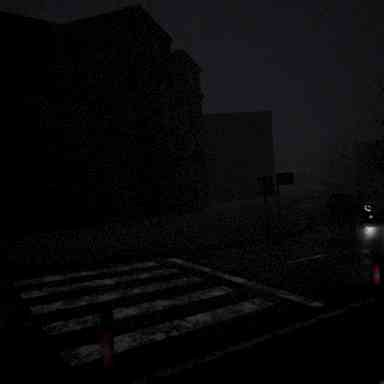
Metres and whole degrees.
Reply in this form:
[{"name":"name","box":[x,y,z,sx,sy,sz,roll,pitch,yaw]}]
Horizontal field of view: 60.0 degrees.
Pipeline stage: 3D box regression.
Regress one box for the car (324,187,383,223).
[{"name":"car","box":[10.179,0.796,20.407,2.097,1.767,4.553,-4,2,-11]}]

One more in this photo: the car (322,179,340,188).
[{"name":"car","box":[25.161,-1.533,60.210,1.882,1.535,5.008,-3,1,5]}]
